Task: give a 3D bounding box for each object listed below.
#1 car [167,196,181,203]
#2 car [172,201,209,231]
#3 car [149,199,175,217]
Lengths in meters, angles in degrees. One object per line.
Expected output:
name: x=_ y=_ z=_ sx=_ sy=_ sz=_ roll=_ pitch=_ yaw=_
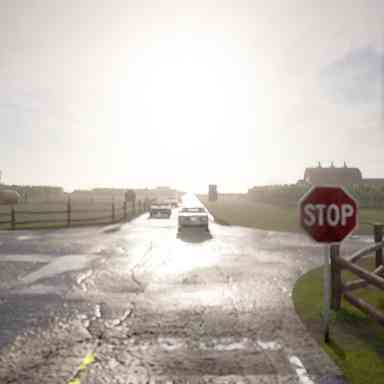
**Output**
car: x=-2.907 y=1.493 z=47.702 sx=1.837 sy=1.490 sz=4.892 roll=0 pitch=0 yaw=0
car: x=0.070 y=1.538 z=20.410 sx=2.033 sy=1.411 sz=5.357 roll=0 pitch=0 yaw=0
car: x=-2.889 y=1.589 z=31.410 sx=1.895 sy=1.301 sz=4.718 roll=0 pitch=0 yaw=0
